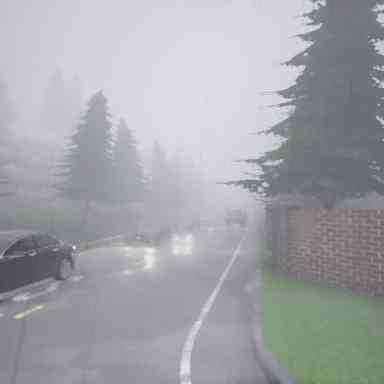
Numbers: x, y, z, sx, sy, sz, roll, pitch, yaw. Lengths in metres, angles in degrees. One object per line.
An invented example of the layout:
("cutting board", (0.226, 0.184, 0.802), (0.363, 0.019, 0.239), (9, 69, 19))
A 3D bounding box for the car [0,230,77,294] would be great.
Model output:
("car", (-4.860, 1.784, 8.596), (1.837, 1.490, 4.892), (0, -4, 11))

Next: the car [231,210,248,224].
("car", (7.331, 3.722, 50.920), (2.150, 2.045, 5.566), (0, -3, 11))

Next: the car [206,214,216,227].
("car", (1.864, 3.474, 41.734), (1.882, 1.535, 5.008), (0, -3, 12))

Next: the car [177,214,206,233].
("car", (-0.410, 2.913, 30.668), (2.128, 1.511, 4.902), (0, -3, 11))

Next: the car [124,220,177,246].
("car", (-2.542, 2.438, 20.103), (1.994, 1.385, 4.181), (0, -3, 12))

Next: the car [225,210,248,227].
("car", (5.341, 3.198, 40.817), (2.150, 2.045, 5.566), (0, -3, 12))
